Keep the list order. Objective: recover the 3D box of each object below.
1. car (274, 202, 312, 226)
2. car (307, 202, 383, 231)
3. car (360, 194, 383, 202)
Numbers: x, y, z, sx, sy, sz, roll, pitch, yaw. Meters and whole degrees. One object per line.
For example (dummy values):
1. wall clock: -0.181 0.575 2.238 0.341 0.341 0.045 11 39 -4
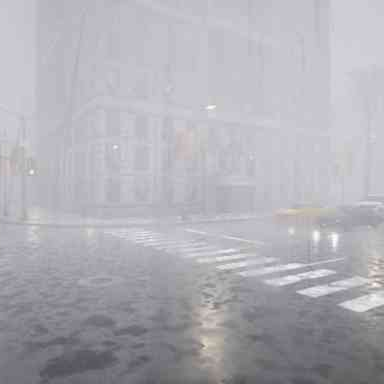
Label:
1. car: 8.038 1.478 23.843 5.008 1.535 1.882 0 0 -34
2. car: 9.962 1.547 20.923 5.357 1.411 2.033 0 0 -34
3. car: 16.526 1.221 29.460 5.566 2.045 2.150 0 0 -33
